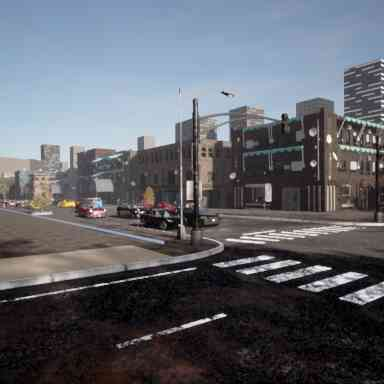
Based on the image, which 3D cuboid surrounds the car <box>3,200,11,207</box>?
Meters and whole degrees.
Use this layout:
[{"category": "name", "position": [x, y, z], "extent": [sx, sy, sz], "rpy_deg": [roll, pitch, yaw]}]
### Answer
[{"category": "car", "position": [-40.102, 2.379, 74.031], "extent": [1.967, 1.590, 4.097], "rpy_deg": [-1, 0, -37]}]

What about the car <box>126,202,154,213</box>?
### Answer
[{"category": "car", "position": [-6.863, 1.966, 43.597], "extent": [1.802, 1.307, 4.206], "rpy_deg": [-2, 0, -37]}]

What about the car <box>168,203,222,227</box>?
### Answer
[{"category": "car", "position": [0.263, 1.783, 24.397], "extent": [1.994, 1.385, 4.181], "rpy_deg": [-1, 0, -38]}]

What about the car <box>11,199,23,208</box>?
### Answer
[{"category": "car", "position": [-33.469, 2.375, 65.168], "extent": [2.008, 1.369, 4.403], "rpy_deg": [-1, 0, -37]}]

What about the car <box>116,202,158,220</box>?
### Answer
[{"category": "car", "position": [-5.721, 1.824, 32.421], "extent": [2.128, 1.511, 4.902], "rpy_deg": [-1, 0, -37]}]

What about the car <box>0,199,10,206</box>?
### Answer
[{"category": "car", "position": [-46.731, 2.597, 82.895], "extent": [1.887, 1.381, 4.507], "rpy_deg": [-1, 0, -37]}]

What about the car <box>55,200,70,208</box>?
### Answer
[{"category": "car", "position": [-22.966, 2.141, 60.810], "extent": [1.882, 1.535, 5.008], "rpy_deg": [-1, 0, -37]}]

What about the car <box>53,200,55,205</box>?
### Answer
[{"category": "car", "position": [-30.075, 2.363, 74.622], "extent": [1.947, 1.339, 4.313], "rpy_deg": [-1, 0, -37]}]

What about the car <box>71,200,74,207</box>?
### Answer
[{"category": "car", "position": [-13.759, 2.010, 43.197], "extent": [1.812, 1.442, 4.674], "rpy_deg": [-1, 0, -37]}]

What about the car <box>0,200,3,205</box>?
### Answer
[{"category": "car", "position": [-43.416, 2.547, 78.464], "extent": [2.008, 1.369, 4.403], "rpy_deg": [-1, 0, -37]}]

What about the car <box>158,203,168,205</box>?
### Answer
[{"category": "car", "position": [-3.548, 1.904, 39.165], "extent": [1.802, 1.307, 4.206], "rpy_deg": [-2, 0, -37]}]

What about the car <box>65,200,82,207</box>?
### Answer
[{"category": "car", "position": [-23.443, 2.227, 65.757], "extent": [1.887, 1.381, 4.507], "rpy_deg": [-1, 0, -37]}]

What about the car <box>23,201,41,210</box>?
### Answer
[{"category": "car", "position": [-26.735, 2.232, 56.167], "extent": [1.752, 1.417, 4.829], "rpy_deg": [-1, 0, -37]}]

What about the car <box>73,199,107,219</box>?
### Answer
[{"category": "car", "position": [-10.260, 1.846, 34.143], "extent": [1.967, 1.590, 4.097], "rpy_deg": [-2, 0, -37]}]

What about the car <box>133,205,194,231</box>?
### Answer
[{"category": "car", "position": [-2.042, 1.814, 22.959], "extent": [1.947, 1.339, 4.313], "rpy_deg": [-2, 0, -37]}]

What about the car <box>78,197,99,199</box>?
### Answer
[{"category": "car", "position": [-16.952, 1.909, 52.770], "extent": [2.097, 1.767, 4.553], "rpy_deg": [-1, 0, -37]}]
